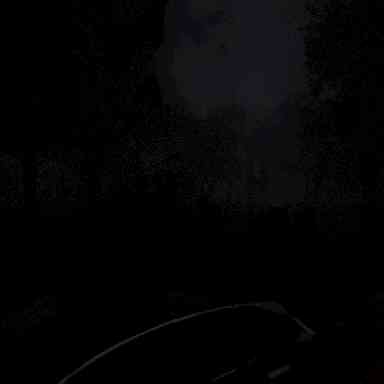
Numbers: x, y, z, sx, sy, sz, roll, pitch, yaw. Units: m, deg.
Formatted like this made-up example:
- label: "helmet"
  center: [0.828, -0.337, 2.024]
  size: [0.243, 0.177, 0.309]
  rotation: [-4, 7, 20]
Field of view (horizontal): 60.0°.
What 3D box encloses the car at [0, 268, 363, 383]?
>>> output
- label: "car"
  center: [-0.625, 1.501, 2.545]
  size: [4.892, 1.490, 1.837]
  rotation: [0, 0, -35]
